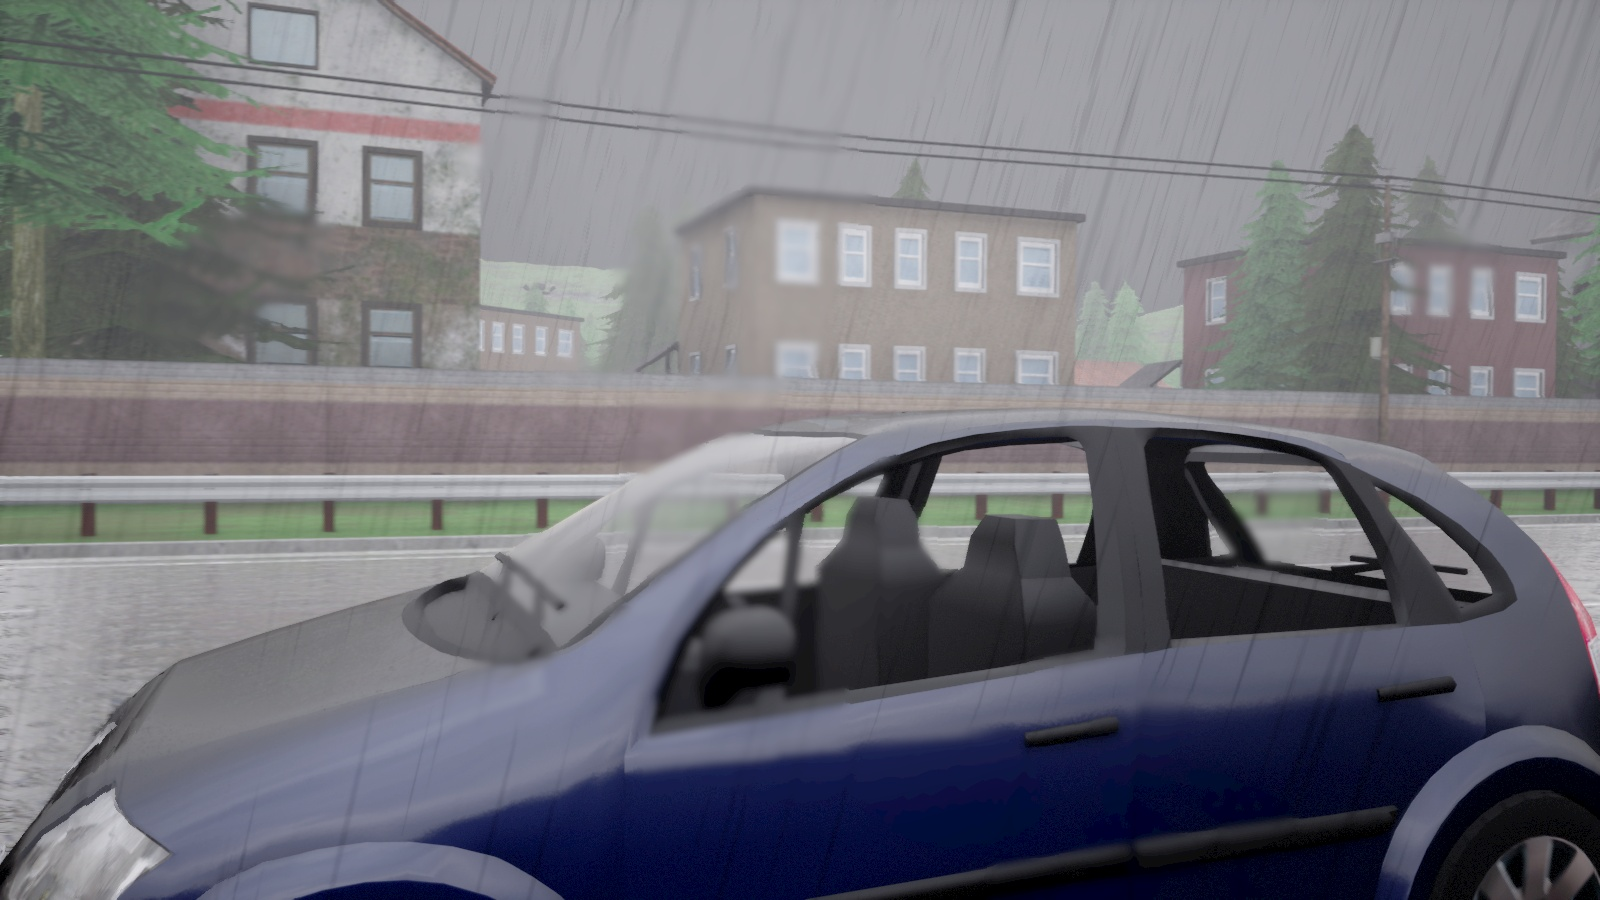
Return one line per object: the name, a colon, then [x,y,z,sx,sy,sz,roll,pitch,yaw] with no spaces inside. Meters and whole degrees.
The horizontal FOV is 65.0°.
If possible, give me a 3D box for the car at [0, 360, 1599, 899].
car: [0.187,0.640,3.309,3.988,1.617,1.851,-1,1,-21]
